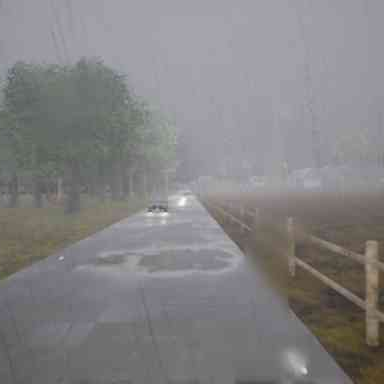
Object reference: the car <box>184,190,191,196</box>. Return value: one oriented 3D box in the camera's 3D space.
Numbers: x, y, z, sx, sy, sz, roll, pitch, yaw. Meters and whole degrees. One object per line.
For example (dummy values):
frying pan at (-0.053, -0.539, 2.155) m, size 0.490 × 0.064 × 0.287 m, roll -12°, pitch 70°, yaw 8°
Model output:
car at (-1.209, 0.338, 90.865) m, size 1.882 × 1.535 × 5.008 m, roll 0°, pitch 1°, yaw -1°

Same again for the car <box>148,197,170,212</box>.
car at (-3.177, 1.171, 32.934) m, size 2.033 × 1.411 × 5.357 m, roll 0°, pitch 1°, yaw -1°
